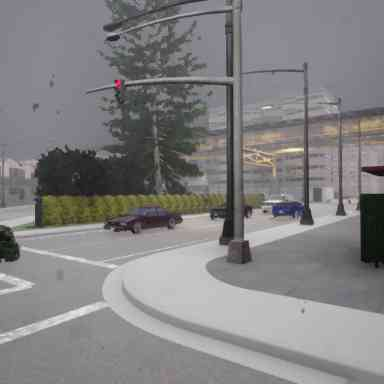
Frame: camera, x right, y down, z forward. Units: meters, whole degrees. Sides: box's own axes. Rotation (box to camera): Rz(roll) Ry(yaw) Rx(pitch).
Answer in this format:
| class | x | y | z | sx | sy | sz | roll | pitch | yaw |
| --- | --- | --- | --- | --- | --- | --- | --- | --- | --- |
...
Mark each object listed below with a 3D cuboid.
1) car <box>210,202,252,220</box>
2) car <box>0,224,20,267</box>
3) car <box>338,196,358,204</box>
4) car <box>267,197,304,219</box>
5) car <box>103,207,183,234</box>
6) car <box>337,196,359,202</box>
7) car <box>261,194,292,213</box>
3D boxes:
| class | x | y | z | sx | sy | sz | roll | pitch | yaw |
| --- | --- | --- | --- | --- | --- | --- | --- | --- | --- |
| car | 3.393 | 1.534 | 28.497 | 1.882 | 1.535 | 5.008 | -1 | 0 | 36 |
| car | -7.415 | 1.261 | 8.232 | 5.566 | 2.045 | 2.150 | 0 | 0 | -41 |
| car | 31.907 | 1.521 | 67.979 | 4.974 | 1.542 | 2.038 | 0 | 0 | -29 |
| car | 8.840 | 1.500 | 29.723 | 1.882 | 1.535 | 5.008 | -1 | 0 | 36 |
| car | -2.728 | 1.602 | 20.050 | 2.033 | 1.411 | 5.357 | -1 | 0 | 36 |
| car | 31.951 | 1.364 | 68.006 | 4.536 | 1.218 | 1.853 | 0 | 0 | -29 |
| car | 9.696 | 1.280 | 37.161 | 2.150 | 2.045 | 5.566 | -1 | 0 | 36 |
